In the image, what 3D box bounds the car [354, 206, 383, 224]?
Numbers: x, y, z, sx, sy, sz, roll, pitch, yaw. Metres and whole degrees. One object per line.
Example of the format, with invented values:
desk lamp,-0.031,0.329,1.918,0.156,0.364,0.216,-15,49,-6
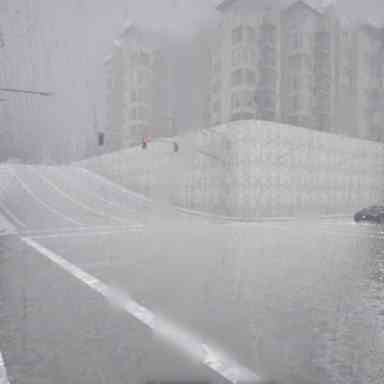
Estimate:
car,15.408,1.845,27.861,4.181,1.385,1.994,1,0,-36
